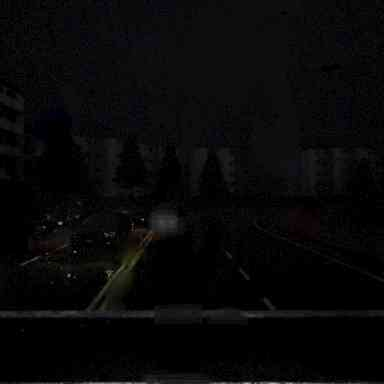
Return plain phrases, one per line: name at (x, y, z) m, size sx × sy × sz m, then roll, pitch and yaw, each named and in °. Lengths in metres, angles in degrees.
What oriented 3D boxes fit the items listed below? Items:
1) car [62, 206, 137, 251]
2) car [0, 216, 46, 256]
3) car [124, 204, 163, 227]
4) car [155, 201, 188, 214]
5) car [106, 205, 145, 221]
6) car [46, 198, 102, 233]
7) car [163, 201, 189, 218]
car at (-3.969, 1.641, 15.283) m, size 1.882 × 1.535 × 5.008 m, roll 0°, pitch -1°, yaw -1°
car at (-7.380, 1.618, 11.885) m, size 1.882 × 1.535 × 5.008 m, roll 0°, pitch -1°, yaw 0°
car at (-3.819, 1.807, 25.106) m, size 2.033 × 1.411 × 5.357 m, roll 0°, pitch -1°, yaw 4°
car at (-2.538, 1.918, 42.640) m, size 2.128 × 1.511 × 4.902 m, roll 0°, pitch 0°, yaw 26°
car at (-6.243, 1.935, 31.955) m, size 1.895 × 1.301 × 4.718 m, roll 0°, pitch -1°, yaw 13°
car at (-7.444, 1.460, 21.819) m, size 2.150 × 2.045 × 5.566 m, roll 0°, pitch -1°, yaw 2°
car at (-1.804, 1.915, 34.961) m, size 1.994 × 1.385 × 4.181 m, roll 0°, pitch -1°, yaw 18°
